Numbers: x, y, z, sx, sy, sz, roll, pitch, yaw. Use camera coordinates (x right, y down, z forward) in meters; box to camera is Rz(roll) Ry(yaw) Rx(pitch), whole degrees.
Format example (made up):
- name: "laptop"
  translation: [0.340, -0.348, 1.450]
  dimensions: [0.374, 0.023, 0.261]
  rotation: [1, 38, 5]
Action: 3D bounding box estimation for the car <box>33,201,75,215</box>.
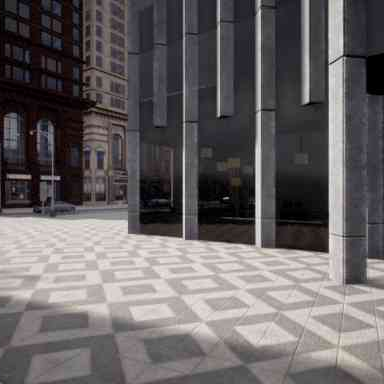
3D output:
- name: "car"
  translation: [-14.598, 1.631, 35.338]
  dimensions: [1.994, 1.385, 4.181]
  rotation: [0, 0, 36]
